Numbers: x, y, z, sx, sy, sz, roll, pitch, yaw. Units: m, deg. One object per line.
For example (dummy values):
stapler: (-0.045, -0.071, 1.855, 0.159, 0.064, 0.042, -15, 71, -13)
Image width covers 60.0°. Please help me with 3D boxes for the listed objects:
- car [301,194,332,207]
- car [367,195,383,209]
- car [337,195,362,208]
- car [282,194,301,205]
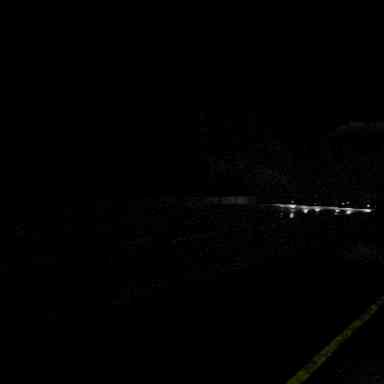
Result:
car: (16.743, 1.080, 43.867, 1.882, 1.535, 5.008, 2, 1, 43)
car: (22.723, 1.151, 40.011, 2.097, 1.767, 4.553, 2, 1, 43)
car: (20.138, 1.211, 42.376, 1.837, 1.490, 4.892, 2, 1, 43)
car: (14.331, 1.017, 46.412, 1.837, 1.490, 4.892, 2, 0, 43)
